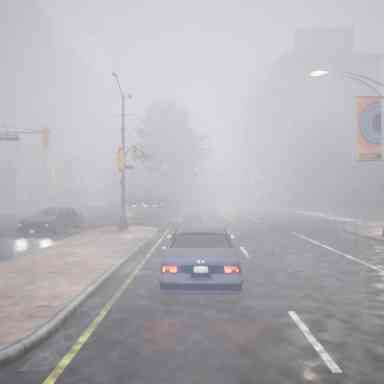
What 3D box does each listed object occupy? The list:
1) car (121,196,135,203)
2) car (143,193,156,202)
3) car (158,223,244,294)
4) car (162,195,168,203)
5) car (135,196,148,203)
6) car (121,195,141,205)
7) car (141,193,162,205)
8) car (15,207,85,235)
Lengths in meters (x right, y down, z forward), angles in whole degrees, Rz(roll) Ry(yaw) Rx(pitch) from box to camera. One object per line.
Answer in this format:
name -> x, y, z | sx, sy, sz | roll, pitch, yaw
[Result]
car -> -13.453, 1.583, 69.846 | 1.895, 1.301, 4.718 | 0, 0, 1
car -> -10.036, 1.212, 78.741 | 2.150, 2.045, 5.566 | 0, 0, 1
car -> 0.231, 1.546, 8.949 | 2.033, 1.411, 5.357 | 0, 0, 1
car -> -6.723, 1.338, 68.961 | 2.097, 1.767, 4.553 | 0, 0, 1
car -> -10.244, 1.493, 68.056 | 1.837, 1.490, 4.892 | 0, 0, 1
car -> -10.506, 1.342, 57.881 | 2.097, 1.767, 4.553 | 0, 0, 1
car -> -7.006, 1.342, 58.003 | 2.097, 1.767, 4.553 | 0, 0, 1
car -> -7.760, 1.544, 18.872 | 2.033, 1.411, 5.357 | 0, 0, 1
